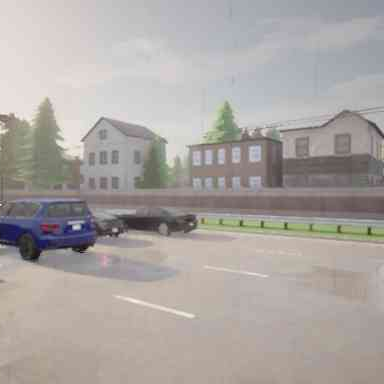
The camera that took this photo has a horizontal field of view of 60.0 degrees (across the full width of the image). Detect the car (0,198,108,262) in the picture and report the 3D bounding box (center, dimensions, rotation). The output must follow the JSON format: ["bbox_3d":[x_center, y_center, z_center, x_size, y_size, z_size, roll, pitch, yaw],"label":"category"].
[{"bbox_3d":[-5.935,1.231,12.444,5.566,2.045,2.150,0,0,36],"label":"car"}]

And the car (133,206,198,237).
[{"bbox_3d":[-2.028,1.486,18.260,5.008,1.535,1.882,0,0,36],"label":"car"}]

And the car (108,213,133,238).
[{"bbox_3d":[-5.333,1.534,16.338,4.674,1.442,1.812,0,0,36],"label":"car"}]

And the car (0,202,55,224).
[{"bbox_3d":[-13.258,1.565,26.258,5.357,1.411,2.033,0,0,36],"label":"car"}]
